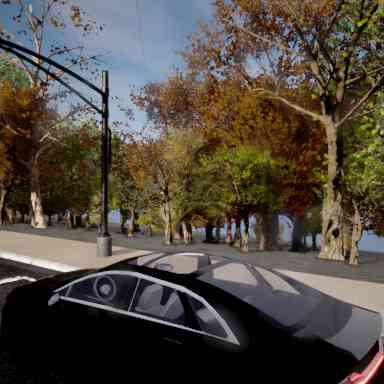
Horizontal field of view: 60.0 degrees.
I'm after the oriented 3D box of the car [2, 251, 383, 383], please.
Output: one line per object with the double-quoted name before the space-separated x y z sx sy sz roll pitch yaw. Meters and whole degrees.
"car" -0.408 1.491 3.985 4.902 1.511 2.128 0 0 36
